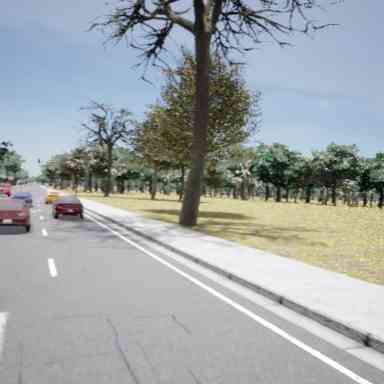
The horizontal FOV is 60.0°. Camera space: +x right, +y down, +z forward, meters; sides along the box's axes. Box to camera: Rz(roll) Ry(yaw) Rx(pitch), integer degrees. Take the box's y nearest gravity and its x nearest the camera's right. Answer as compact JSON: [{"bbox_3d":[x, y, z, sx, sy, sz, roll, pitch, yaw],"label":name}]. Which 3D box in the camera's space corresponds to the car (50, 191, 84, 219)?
[{"bbox_3d":[-9.093,1.023,24.296,1.882,1.535,5.008,3,0,-25],"label":"car"}]

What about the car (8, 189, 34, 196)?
[{"bbox_3d":[-16.827,0.672,33.078,1.812,1.442,4.674,3,0,-25],"label":"car"}]

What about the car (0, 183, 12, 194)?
[{"bbox_3d":[-29.415,-0.295,51.844,2.150,2.045,5.566,3,0,-25],"label":"car"}]

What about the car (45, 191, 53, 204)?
[{"bbox_3d":[-16.852,0.630,40.659,1.882,1.535,5.008,3,0,-25],"label":"car"}]

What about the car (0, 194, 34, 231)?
[{"bbox_3d":[-9.024,1.066,16.615,1.812,1.442,4.674,3,0,-25],"label":"car"}]
